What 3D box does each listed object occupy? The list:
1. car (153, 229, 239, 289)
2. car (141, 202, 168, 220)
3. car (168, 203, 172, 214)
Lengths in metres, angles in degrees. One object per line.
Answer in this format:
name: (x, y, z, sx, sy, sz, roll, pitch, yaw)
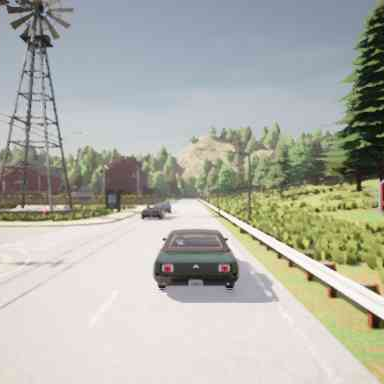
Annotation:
car: (0.092, 1.680, 9.347, 1.895, 1.301, 4.718, 0, 0, 0)
car: (-3.594, 1.863, 31.362, 1.895, 1.301, 4.718, 0, 0, 0)
car: (-3.562, 1.907, 40.968, 1.994, 1.385, 4.181, 0, 0, 0)
